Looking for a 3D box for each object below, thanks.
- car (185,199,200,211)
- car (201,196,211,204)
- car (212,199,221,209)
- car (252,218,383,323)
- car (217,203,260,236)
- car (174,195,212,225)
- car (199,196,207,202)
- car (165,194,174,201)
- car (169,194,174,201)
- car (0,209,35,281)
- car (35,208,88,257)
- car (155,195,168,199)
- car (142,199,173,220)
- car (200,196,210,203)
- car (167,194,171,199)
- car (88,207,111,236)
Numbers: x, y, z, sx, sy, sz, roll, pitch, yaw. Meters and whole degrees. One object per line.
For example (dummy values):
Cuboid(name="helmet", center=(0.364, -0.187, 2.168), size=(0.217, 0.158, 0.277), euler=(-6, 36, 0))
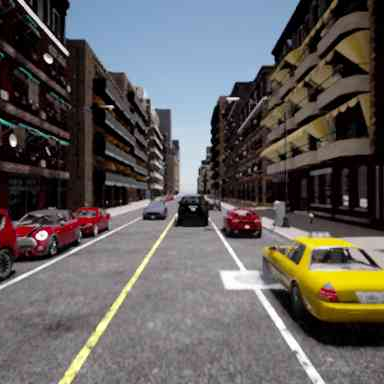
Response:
Cuboid(name="car", center=(0.065, 1.623, 42.103), size=(1.895, 1.301, 4.718), euler=(0, 0, 0))
Cuboid(name="car", center=(2.640, 1.556, 63.623), size=(1.752, 1.417, 4.829), euler=(0, 0, 0))
Cuboid(name="car", center=(2.658, 1.572, 40.908), size=(2.008, 1.369, 4.403), euler=(0, 0, 0))
Cuboid(name="car", center=(2.686, 1.530, 7.261), size=(1.752, 1.417, 4.829), euler=(0, 0, 0))
Cuboid(name="car", center=(2.677, 1.555, 18.364), size=(1.887, 1.381, 4.507), euler=(0, 0, 0))
Cuboid(name="car", center=(0.086, 1.237, 24.611), size=(2.150, 2.045, 5.566), euler=(0, 0, 0))
Cuboid(name="car", center=(2.625, 1.619, 80.362), size=(1.802, 1.307, 4.206), euler=(0, 0, 0))
Cuboid(name="car", center=(-5.759, 1.354, 85.996), size=(2.192, 1.841, 5.009), euler=(0, 0, 0))
Cuboid(name="car", center=(-5.750, 1.580, 74.723), size=(1.887, 1.381, 4.507), euler=(0, 0, 0))
Cuboid(name="car", center=(-5.693, 1.319, 7.089), size=(2.192, 1.841, 5.009), euler=(0, 0, 0))
Cuboid(name="car", center=(-5.699, 1.447, 12.724), size=(1.967, 1.590, 4.097), euler=(0, 0, 0))
Cuboid(name="car", center=(-5.736, 1.579, 57.814), size=(2.008, 1.369, 4.403), euler=(0, 0, 0))
Cuboid(name="car", center=(-3.023, 1.563, 28.398), size=(2.033, 1.411, 5.357), euler=(0, 0, 0))
Cuboid(name="car", center=(2.635, 1.599, 69.090), size=(1.947, 1.339, 4.313), euler=(0, 0, 0))
Cuboid(name="car", center=(-5.741, 1.581, 63.451), size=(2.008, 1.369, 4.403), euler=(0, 0, 0))
Cuboid(name="car", center=(-5.704, 1.555, 18.361), size=(1.887, 1.381, 4.507), euler=(0, 0, 0))
